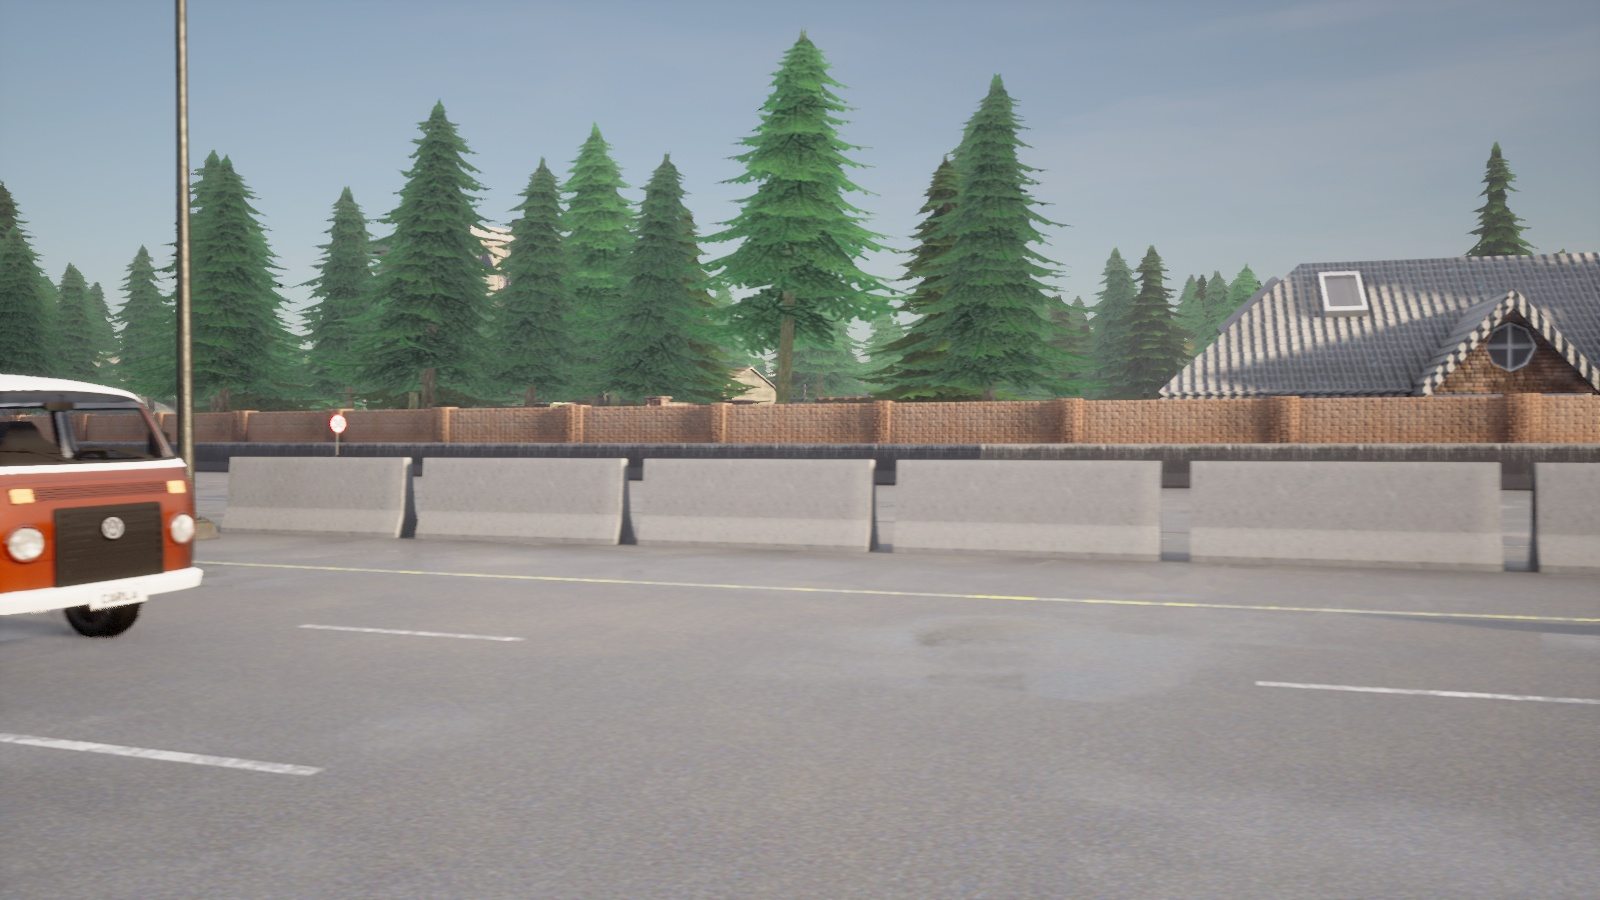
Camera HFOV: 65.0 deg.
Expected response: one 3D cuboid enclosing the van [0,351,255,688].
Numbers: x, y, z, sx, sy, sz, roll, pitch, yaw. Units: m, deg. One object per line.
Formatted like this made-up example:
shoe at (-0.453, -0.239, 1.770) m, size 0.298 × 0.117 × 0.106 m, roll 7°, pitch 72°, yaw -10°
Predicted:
van at (-6.570, 0.379, 9.296) m, size 4.480 × 2.038 × 2.069 m, roll 1°, pitch 1°, yaw 21°
